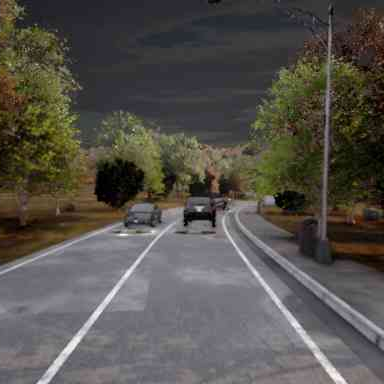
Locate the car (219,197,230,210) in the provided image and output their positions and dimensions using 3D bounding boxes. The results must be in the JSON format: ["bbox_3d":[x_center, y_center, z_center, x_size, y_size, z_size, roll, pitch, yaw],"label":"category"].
[{"bbox_3d":[3.547,1.479,42.216,2.128,1.511,4.902,1,0,13],"label":"car"}]

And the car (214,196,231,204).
[{"bbox_3d":[5.643,1.540,61.818,1.895,1.301,4.718,2,0,21],"label":"car"}]

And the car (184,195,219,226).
[{"bbox_3d":[0.671,1.201,23.555,2.150,2.045,5.566,0,0,5],"label":"car"}]

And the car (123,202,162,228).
[{"bbox_3d":[-3.125,1.460,21.933,1.837,1.490,4.892,0,0,4],"label":"car"}]
